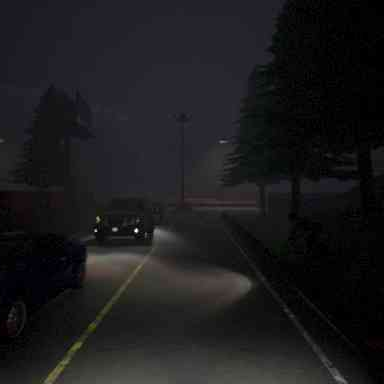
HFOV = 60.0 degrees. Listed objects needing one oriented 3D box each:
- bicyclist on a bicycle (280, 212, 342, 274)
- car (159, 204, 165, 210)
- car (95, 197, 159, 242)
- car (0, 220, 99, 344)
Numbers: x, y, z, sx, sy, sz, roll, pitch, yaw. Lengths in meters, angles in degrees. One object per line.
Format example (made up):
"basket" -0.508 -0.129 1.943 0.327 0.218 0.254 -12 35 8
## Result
"bicyclist on a bicycle" 2.957 1.269 8.595 1.656 1.620 0.582 -17 5 1
"car" -3.073 1.298 26.774 2.128 1.511 4.902 0 0 1
"car" -3.310 1.294 17.325 2.150 2.045 5.566 0 0 1
"car" -3.507 1.545 6.589 1.812 1.442 4.674 0 0 1
